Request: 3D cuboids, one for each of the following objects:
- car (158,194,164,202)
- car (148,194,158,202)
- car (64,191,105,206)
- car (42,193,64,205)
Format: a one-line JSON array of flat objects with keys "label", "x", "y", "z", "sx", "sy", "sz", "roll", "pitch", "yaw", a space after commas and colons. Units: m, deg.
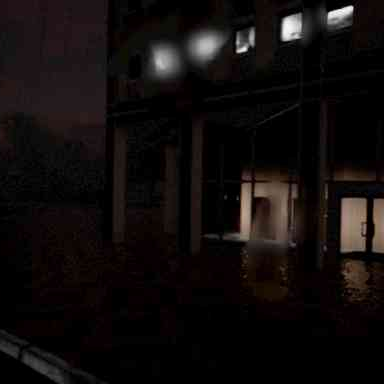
[{"label": "car", "x": -3.357, "y": 1.142, "z": 60.827, "sx": 1.837, "sy": 1.490, "sz": 4.892, "roll": 2, "pitch": 1, "yaw": 38}, {"label": "car", "x": -5.911, "y": 1.084, "z": 62.836, "sx": 2.033, "sy": 1.411, "sz": 5.357, "roll": 2, "pitch": 1, "yaw": 38}, {"label": "car", "x": -14.492, "y": 0.833, "z": 46.817, "sx": 2.150, "sy": 2.045, "sz": 5.566, "roll": 2, "pitch": 1, "yaw": 38}, {"label": "car", "x": -18.661, "y": 0.890, "z": 46.775, "sx": 2.097, "sy": 1.767, "sz": 4.553, "roll": 2, "pitch": 1, "yaw": 38}]
